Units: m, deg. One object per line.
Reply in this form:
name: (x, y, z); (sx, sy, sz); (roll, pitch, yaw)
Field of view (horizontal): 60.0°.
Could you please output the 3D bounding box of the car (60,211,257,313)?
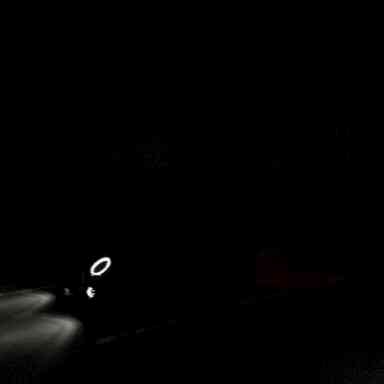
car: (-0.628, 1.381, 7.864); (4.553, 1.767, 2.097); (0, 0, -36)
